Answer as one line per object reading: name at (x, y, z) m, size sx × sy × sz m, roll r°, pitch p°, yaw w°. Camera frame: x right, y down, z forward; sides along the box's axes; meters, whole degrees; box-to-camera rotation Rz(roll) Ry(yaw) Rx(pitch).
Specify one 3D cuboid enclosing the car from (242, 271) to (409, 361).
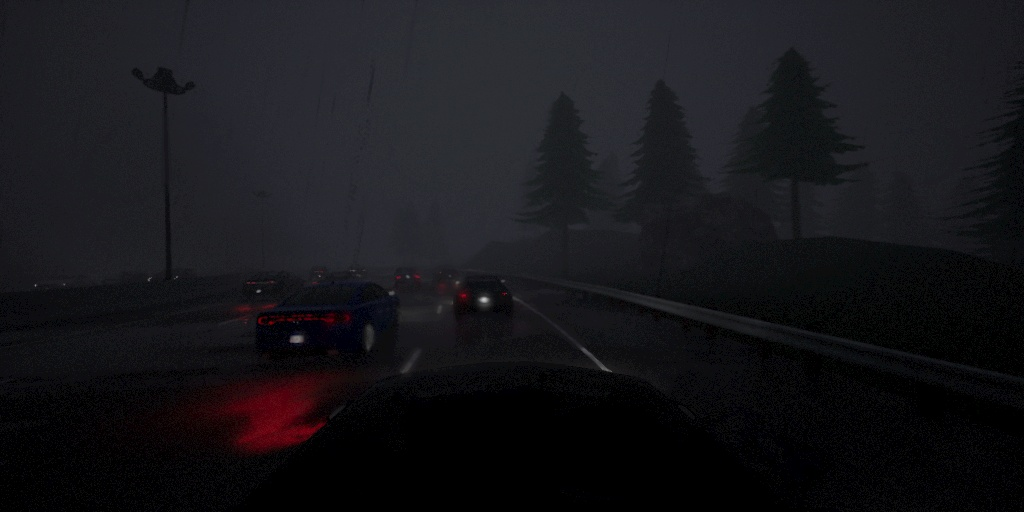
car at (-4.067, 1.335, 8.826) m, size 1.882 × 1.535 × 5.008 m, roll -1°, pitch 0°, yaw -6°

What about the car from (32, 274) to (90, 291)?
car at (-34.832, 2.119, 28.116) m, size 1.812 × 1.442 × 4.674 m, roll -1°, pitch 0°, yaw -27°

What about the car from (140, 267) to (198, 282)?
car at (-27.852, 1.789, 29.565) m, size 2.097 × 1.767 × 4.553 m, roll -1°, pitch 0°, yaw -24°

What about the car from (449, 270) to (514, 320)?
car at (-1.107, 1.364, 13.158) m, size 1.994 × 1.385 × 4.181 m, roll -1°, pitch 0°, yaw -7°

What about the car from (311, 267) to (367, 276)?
car at (-9.878, 1.578, 20.899) m, size 1.994 × 1.385 × 4.181 m, roll -1°, pitch 0°, yaw -14°

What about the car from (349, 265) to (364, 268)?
car at (-16.327, 1.688, 37.734) m, size 2.128 × 1.511 × 4.902 m, roll -1°, pitch 0°, yaw -26°

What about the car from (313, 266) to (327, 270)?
car at (-20.636, 1.800, 38.390) m, size 1.837 × 1.490 × 4.892 m, roll -1°, pitch 0°, yaw -29°

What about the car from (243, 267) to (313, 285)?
car at (-13.373, 1.585, 20.421) m, size 2.128 × 1.511 × 4.902 m, roll -1°, pitch 0°, yaw -14°

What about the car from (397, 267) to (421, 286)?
car at (-7.958, 1.532, 27.114) m, size 2.033 × 1.411 × 5.357 m, roll -1°, pitch 0°, yaw -19°

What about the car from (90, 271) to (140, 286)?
car at (-31.690, 2.018, 29.642) m, size 2.128 × 1.511 × 4.902 m, roll -1°, pitch 0°, yaw -27°

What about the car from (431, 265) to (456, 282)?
car at (-5.849, 1.473, 31.358) m, size 1.812 × 1.442 × 4.674 m, roll -1°, pitch 0°, yaw -20°
